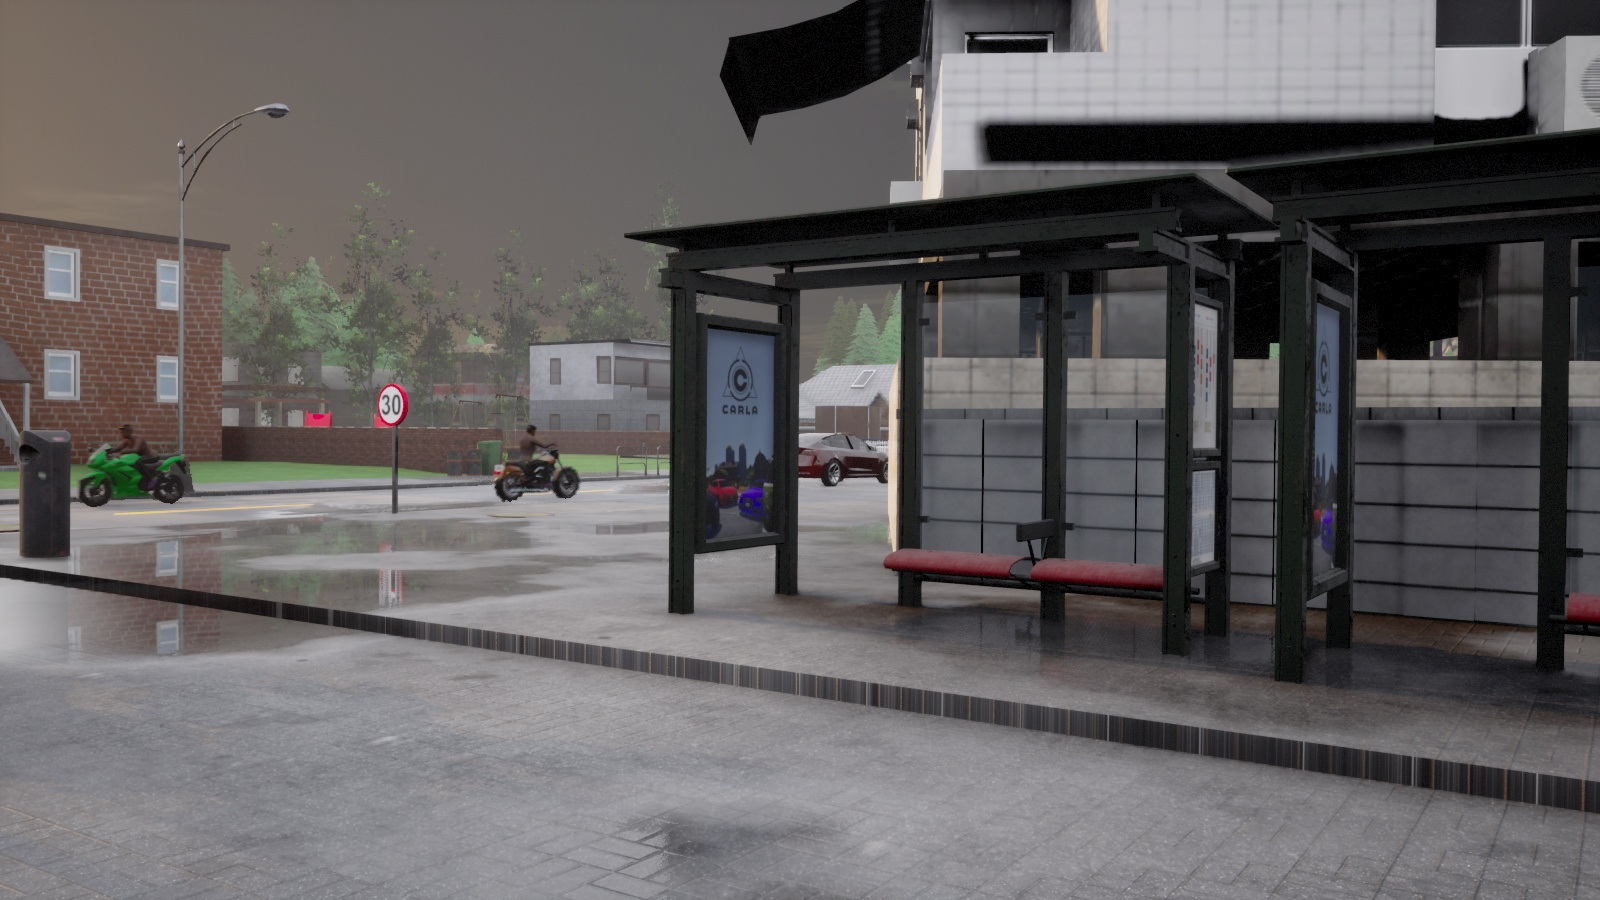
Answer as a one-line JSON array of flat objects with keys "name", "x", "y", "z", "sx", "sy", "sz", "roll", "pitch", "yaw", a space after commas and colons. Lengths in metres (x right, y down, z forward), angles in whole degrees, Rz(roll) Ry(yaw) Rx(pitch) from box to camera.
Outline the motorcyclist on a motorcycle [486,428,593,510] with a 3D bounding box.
[{"name": "motorcyclist on a motorcycle", "x": -5.473, "y": 0.369, "z": 26.553, "sx": 0.766, "sy": 1.649, "sz": 2.350, "roll": 0, "pitch": 1, "yaw": 34}]

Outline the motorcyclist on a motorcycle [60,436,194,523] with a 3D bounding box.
[{"name": "motorcyclist on a motorcycle", "x": -12.442, "y": 0.508, "z": 23.283, "sx": 0.797, "sy": 1.523, "sz": 2.044, "roll": 0, "pitch": 1, "yaw": 34}]

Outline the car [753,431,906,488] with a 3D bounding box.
[{"name": "car", "x": 0.929, "y": 0.229, "z": 36.195, "sx": 2.163, "sy": 1.488, "sz": 4.792, "roll": 0, "pitch": 1, "yaw": 34}]
